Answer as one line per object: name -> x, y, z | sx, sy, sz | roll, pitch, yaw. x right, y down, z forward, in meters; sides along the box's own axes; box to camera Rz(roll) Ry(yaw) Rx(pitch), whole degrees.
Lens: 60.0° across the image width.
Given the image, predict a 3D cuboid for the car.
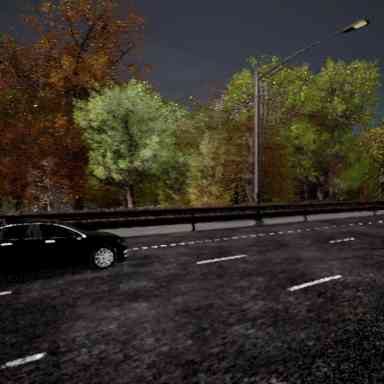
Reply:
car -> -4.228, 1.497, 9.328 | 4.892, 1.490, 1.837 | 0, 0, -36
